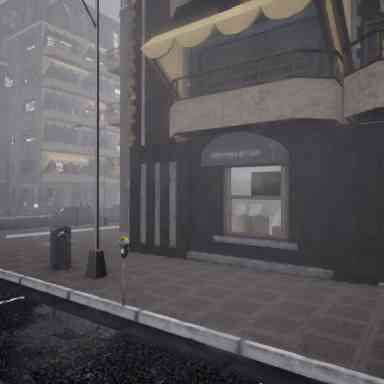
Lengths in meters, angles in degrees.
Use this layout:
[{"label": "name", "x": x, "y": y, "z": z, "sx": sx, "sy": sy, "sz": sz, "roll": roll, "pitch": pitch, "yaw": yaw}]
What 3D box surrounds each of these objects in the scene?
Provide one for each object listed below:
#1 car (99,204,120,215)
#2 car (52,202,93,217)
[{"label": "car", "x": -9.403, "y": 2.063, "z": 39.864, "sx": 1.802, "sy": 1.307, "sz": 4.206, "roll": -1, "pitch": -1, "yaw": 35}, {"label": "car", "x": -12.685, "y": 1.821, "z": 35.240, "sx": 1.967, "sy": 1.590, "sz": 4.097, "roll": -1, "pitch": -1, "yaw": 35}]
